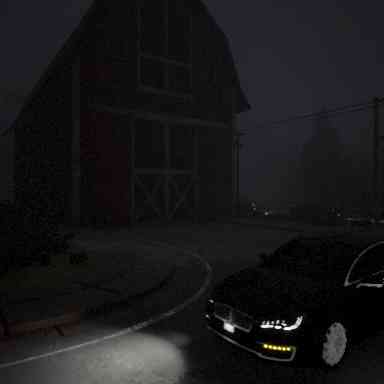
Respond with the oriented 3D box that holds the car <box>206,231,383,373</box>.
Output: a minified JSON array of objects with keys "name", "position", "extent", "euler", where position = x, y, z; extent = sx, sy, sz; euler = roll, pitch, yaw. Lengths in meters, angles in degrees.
[{"name":"car","position":[2.458,1.497,5.736],"extent":[4.892,1.490,1.837],"euler":[0,1,-35]}]

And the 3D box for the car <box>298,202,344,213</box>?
[{"name":"car","position":[11.296,1.628,30.221],"extent":[1.895,1.301,4.718],"euler":[0,0,-34]}]

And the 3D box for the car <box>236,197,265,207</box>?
[{"name":"car","position":[6.191,1.379,37.662],"extent":[2.097,1.767,4.553],"euler":[0,0,-34]}]
